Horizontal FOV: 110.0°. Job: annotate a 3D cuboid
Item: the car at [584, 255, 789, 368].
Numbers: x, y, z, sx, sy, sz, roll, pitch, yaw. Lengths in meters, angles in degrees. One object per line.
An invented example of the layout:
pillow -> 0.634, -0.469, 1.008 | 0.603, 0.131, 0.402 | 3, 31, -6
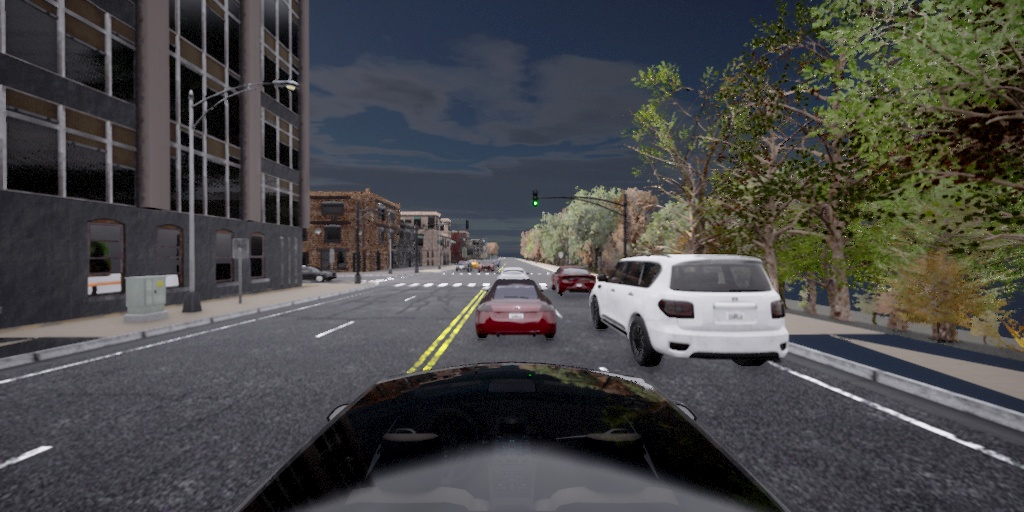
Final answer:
car -> 3.345, 0.994, 8.082 | 2.150, 2.045, 5.566 | 0, 0, 0

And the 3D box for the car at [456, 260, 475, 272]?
car -> -6.688, 1.407, 50.378 | 2.128, 1.511, 4.902 | 0, 0, 1

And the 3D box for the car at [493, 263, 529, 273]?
car -> 0.059, 1.338, 20.272 | 1.812, 1.442, 4.674 | 0, 0, 0

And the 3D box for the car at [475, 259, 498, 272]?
car -> -3.443, 1.263, 49.080 | 2.097, 1.767, 4.553 | 0, 0, 0

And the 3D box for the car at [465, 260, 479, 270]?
car -> -6.730, 1.428, 60.518 | 1.882, 1.535, 5.008 | 0, 0, 0

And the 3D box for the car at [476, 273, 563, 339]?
car -> 0.087, 1.343, 10.206 | 1.994, 1.385, 4.181 | 0, 0, 0

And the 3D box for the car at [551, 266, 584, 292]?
car -> 3.327, 1.290, 20.180 | 1.882, 1.535, 5.008 | 0, 0, 0

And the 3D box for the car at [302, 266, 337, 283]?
car -> -18.545, 1.639, 32.539 | 4.892, 1.490, 1.837 | -1, 0, -2
